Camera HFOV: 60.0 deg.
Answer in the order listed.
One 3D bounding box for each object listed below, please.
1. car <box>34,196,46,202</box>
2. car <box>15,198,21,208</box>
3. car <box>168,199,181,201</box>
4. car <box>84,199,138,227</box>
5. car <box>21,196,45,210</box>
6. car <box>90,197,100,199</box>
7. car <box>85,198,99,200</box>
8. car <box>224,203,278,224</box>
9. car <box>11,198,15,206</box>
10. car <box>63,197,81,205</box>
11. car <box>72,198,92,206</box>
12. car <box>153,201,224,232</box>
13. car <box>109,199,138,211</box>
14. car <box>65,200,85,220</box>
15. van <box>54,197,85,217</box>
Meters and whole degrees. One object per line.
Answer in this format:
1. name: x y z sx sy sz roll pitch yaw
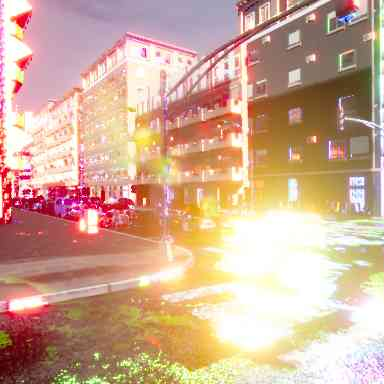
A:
1. car: -37.914 1.728 82.720 1.887 1.381 4.507 -1 1 -36
2. car: -25.306 1.769 50.879 1.947 1.339 4.313 -1 1 -36
3. car: -2.335 1.441 33.322 1.967 1.590 4.097 -1 1 -36
4. car: -5.900 1.553 23.935 1.967 1.590 4.097 -1 1 -36
5. car: -22.073 1.628 46.387 1.967 1.590 4.097 -1 1 -36
6. car: -15.274 1.502 51.284 1.967 1.590 4.097 -1 1 -36
7. car: -12.626 1.661 37.719 2.033 1.411 5.357 -1 0 -36
8. car: 4.036 1.498 24.480 1.752 1.417 4.829 -1 1 -36
9. car: -31.775 1.782 59.860 1.887 1.381 4.507 -1 1 -36
10. car: -21.741 1.645 60.267 2.008 1.369 4.403 -1 1 -36
11. car: -18.507 1.643 55.776 1.947 1.339 4.313 -1 1 -36
12. car: -0.435 1.565 20.821 1.837 1.490 4.892 -1 0 -34
13. car: -8.803 1.581 42.304 2.008 1.369 4.403 -1 1 -36
14. car: -9.034 1.652 28.288 1.752 1.417 4.829 -1 1 -36
15. van: -12.370 1.483 32.915 1.690 1.788 3.998 -1 1 -36
